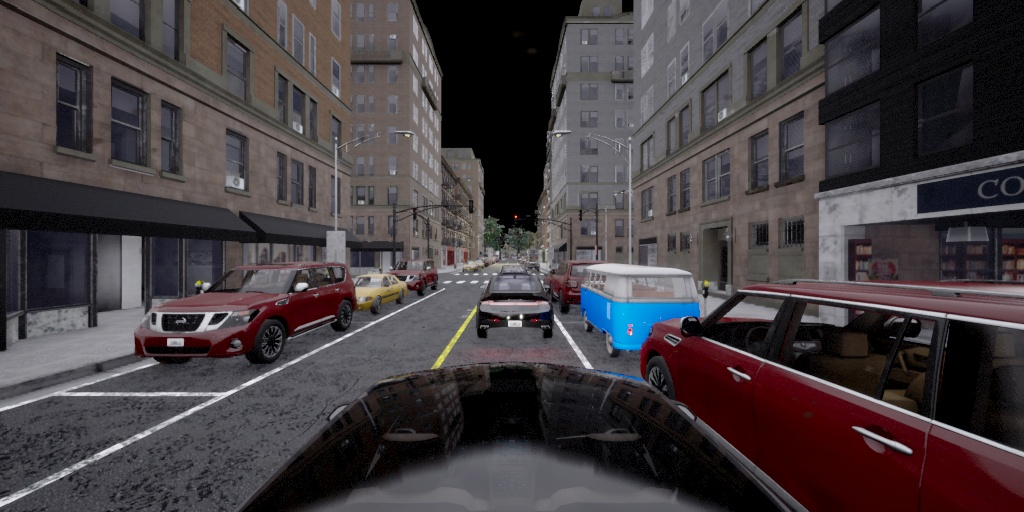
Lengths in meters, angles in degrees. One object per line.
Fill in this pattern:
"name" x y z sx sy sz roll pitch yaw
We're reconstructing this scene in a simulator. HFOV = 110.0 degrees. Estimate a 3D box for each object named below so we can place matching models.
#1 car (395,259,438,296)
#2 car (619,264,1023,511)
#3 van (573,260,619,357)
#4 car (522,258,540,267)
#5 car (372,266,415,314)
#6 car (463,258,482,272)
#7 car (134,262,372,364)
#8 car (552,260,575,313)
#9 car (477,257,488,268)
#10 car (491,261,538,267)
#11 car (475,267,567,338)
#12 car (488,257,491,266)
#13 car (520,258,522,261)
"car" -5.380 1.063 19.617 2.192 1.841 5.009 0 0 0
"car" 2.638 1.065 2.570 2.192 1.841 5.009 0 0 0
"van" 2.645 1.091 8.249 1.690 1.789 3.998 0 0 0
"car" 2.691 1.297 46.615 2.007 1.370 4.403 0 0 0
"car" -5.386 1.275 13.768 1.751 1.417 4.829 0 0 0
"car" -5.363 1.272 46.455 1.751 1.417 4.829 0 0 0
"car" -5.391 1.064 8.261 2.192 1.841 5.009 0 0 0
"car" 2.652 1.064 13.928 2.192 1.841 5.009 0 0 0
"car" -5.346 1.272 57.418 1.751 1.417 4.829 0 0 0
"car" 0.091 1.240 20.175 2.128 1.511 4.902 0 0 -1
"car" 0.083 1.241 10.124 2.128 1.511 4.902 0 0 0
"car" -5.337 1.061 63.070 2.192 1.841 5.009 0 0 0
"car" 2.704 1.297 57.579 2.007 1.370 4.403 0 0 0
